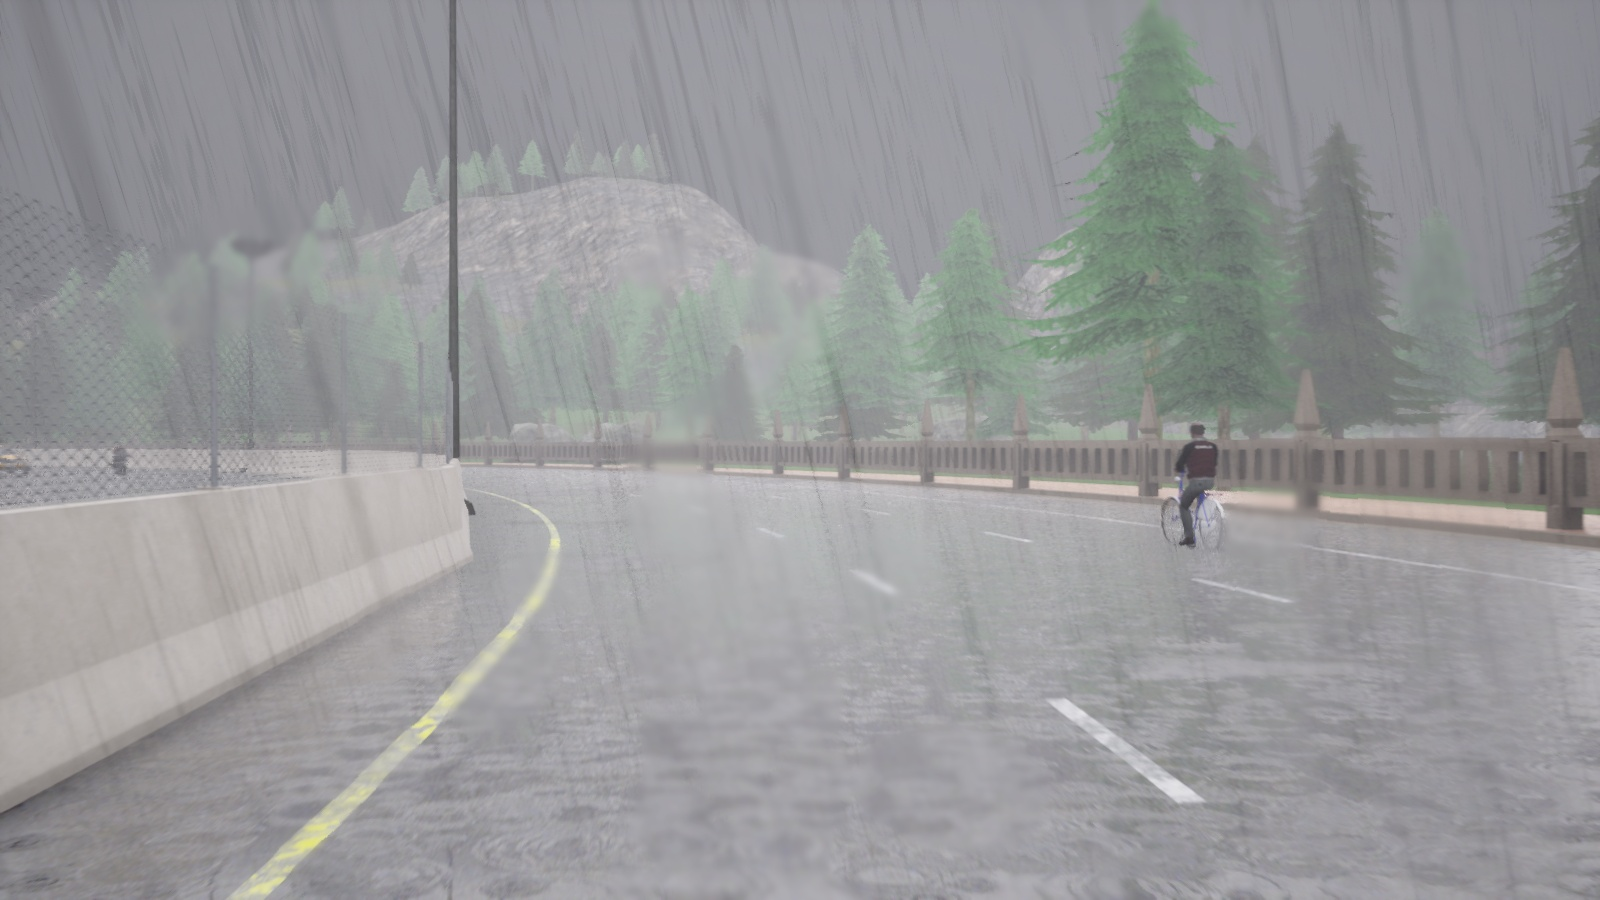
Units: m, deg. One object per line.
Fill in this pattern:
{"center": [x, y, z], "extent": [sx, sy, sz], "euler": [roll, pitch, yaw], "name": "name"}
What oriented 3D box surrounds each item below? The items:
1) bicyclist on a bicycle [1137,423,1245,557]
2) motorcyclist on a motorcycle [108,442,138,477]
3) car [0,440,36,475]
{"center": [5.431, 0.520, 17.552], "extent": [0.659, 1.776, 1.843], "euler": [-1, 1, -10], "name": "bicyclist on a bicycle"}
{"center": [-30.512, 0.400, 56.607], "extent": [0.797, 1.523, 2.044], "euler": [-2, 2, -39], "name": "motorcyclist on a motorcycle"}
{"center": [-38.353, 0.334, 60.201], "extent": [1.801, 1.575, 5.366], "euler": [-1, 1, -44], "name": "car"}
